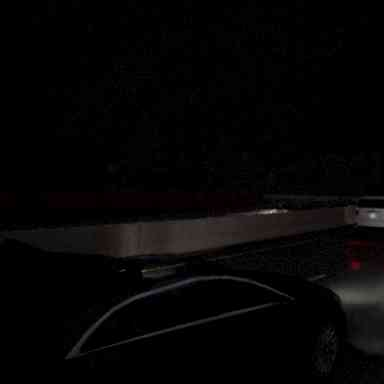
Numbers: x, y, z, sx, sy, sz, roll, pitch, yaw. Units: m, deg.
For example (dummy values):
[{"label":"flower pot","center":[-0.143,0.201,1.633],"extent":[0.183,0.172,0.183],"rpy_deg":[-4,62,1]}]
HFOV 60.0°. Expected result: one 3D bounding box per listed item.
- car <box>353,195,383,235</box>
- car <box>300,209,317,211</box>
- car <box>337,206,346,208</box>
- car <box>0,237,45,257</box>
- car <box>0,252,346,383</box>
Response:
[{"label":"car","center":[10.552,1.194,17.901],"extent":[2.150,2.045,5.566],"rpy_deg":[0,0,44]},{"label":"car","center":[14.439,1.435,40.187],"extent":[1.882,1.535,5.008],"rpy_deg":[0,0,32]},{"label":"car","center":[18.046,1.427,39.370],"extent":[1.882,1.535,5.008],"rpy_deg":[0,0,31]},{"label":"car","center":[-3.338,1.532,5.752],"extent":[4.674,1.442,1.812],"rpy_deg":[0,0,-36]},{"label":"car","center":[-0.142,1.491,3.778],"extent":[4.902,1.511,2.128],"rpy_deg":[0,0,-37]}]
